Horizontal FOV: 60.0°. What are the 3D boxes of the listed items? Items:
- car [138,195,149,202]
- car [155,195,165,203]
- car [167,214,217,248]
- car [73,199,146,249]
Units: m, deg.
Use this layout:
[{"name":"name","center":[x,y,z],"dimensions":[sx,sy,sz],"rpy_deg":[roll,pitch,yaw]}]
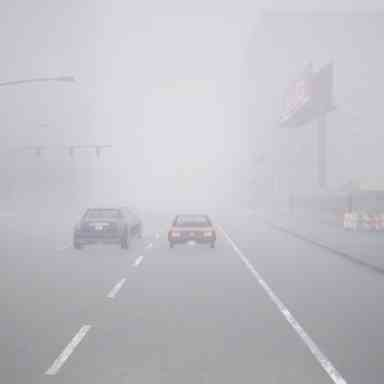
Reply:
[{"name":"car","center":[-10.500,1.460,72.455],"dimensions":[1.837,1.490,4.892],"rpy_deg":[0,0,0]},{"name":"car","center":[-7.000,1.485,72.454],"dimensions":[2.128,1.511,4.902],"rpy_deg":[0,0,0]},{"name":"car","center":[0.000,1.615,14.680],"dimensions":[1.895,1.301,4.718],"rpy_deg":[0,0,0]},{"name":"car","center":[-3.500,1.365,14.620],"dimensions":[2.097,1.767,4.553],"rpy_deg":[0,0,0]}]
